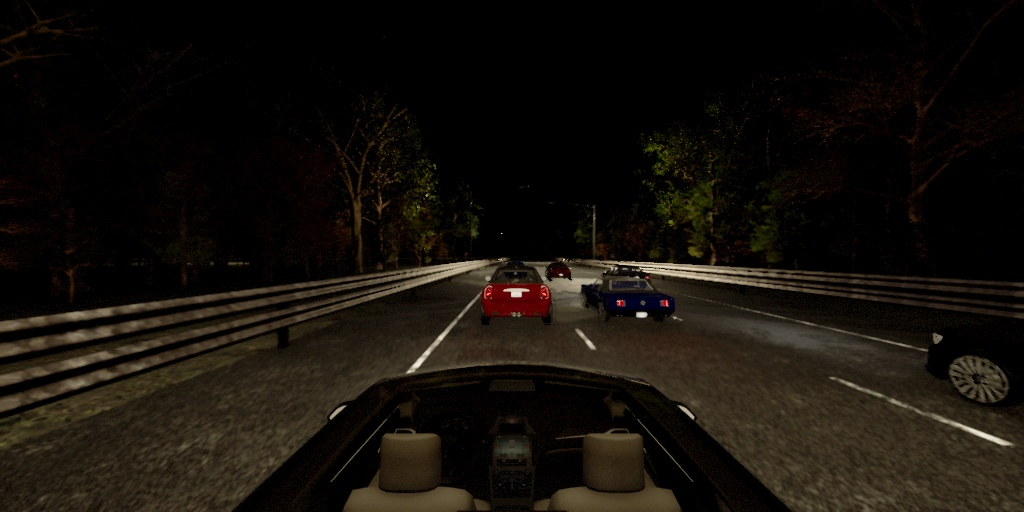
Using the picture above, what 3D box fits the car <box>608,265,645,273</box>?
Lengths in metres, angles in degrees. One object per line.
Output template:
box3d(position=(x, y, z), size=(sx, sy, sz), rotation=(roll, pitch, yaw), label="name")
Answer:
box3d(position=(7.215, 1.295, 23.144), size=(2.033, 1.411, 5.357), rotation=(0, 0, 1), label="car")

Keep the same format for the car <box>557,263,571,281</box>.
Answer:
box3d(position=(3.796, 1.271, 29.834), size=(1.812, 1.442, 4.674), rotation=(0, 0, 1), label="car")

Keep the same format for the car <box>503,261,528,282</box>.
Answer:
box3d(position=(0.302, 1.222, 30.223), size=(1.882, 1.535, 5.008), rotation=(0, 0, 1), label="car")

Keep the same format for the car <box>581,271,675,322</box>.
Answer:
box3d(position=(3.632, 1.350, 12.218), size=(1.895, 1.301, 4.718), rotation=(0, 0, 0), label="car")

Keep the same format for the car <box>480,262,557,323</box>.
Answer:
box3d(position=(0.134, 1.101, 12.191), size=(2.097, 1.767, 4.553), rotation=(0, 0, 0), label="car")

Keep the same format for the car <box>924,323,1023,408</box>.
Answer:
box3d(position=(7.106, 1.242, 3.303), size=(2.128, 1.511, 4.902), rotation=(0, 0, 0), label="car")
